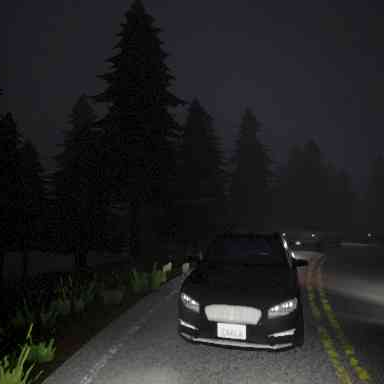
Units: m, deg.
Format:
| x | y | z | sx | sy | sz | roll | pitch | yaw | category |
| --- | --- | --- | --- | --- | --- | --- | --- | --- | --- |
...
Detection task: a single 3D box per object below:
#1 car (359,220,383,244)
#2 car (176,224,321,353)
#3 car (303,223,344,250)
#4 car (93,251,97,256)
| x | y | z | sx | sy | sz | roll | pitch | yaw | category |
| --- | --- | --- | --- | --- | --- | --- | --- | --- | --- |
| 15.827 | 3.222 | 26.452 | 5.566 | 2.045 | 2.150 | 8 | -8 | -28 | car |
| 1.131 | 1.561 | 6.596 | 2.128 | 1.511 | 4.902 | -1 | -2 | 15 | car |
| 6.490 | 2.306 | 17.683 | 1.895 | 1.301 | 4.718 | -3 | -6 | 39 | car |
| -20.282 | 13.646 | 72.960 | 4.181 | 1.381 | 1.994 | -2 | -5 | 31 | car |
